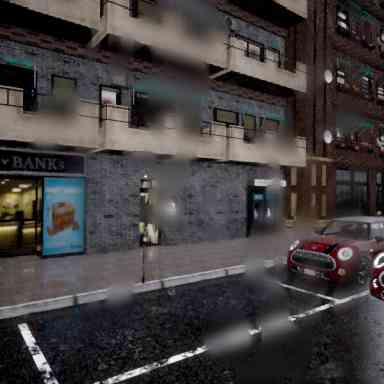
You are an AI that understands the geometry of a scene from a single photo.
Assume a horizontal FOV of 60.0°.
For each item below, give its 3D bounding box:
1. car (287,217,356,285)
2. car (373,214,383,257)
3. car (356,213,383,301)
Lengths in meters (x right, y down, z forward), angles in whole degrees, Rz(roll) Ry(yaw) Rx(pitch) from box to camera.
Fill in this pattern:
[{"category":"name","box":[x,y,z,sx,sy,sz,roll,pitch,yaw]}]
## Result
[{"category":"car","box":[4.517,1.442,9.319,4.097,1.590,1.967,0,1,-36]},{"category":"car","box":[8.893,1.528,12.446,4.829,1.417,1.752,0,1,-36]},{"category":"car","box":[5.758,1.353,7.065,4.553,1.767,2.097,0,0,-36]}]
